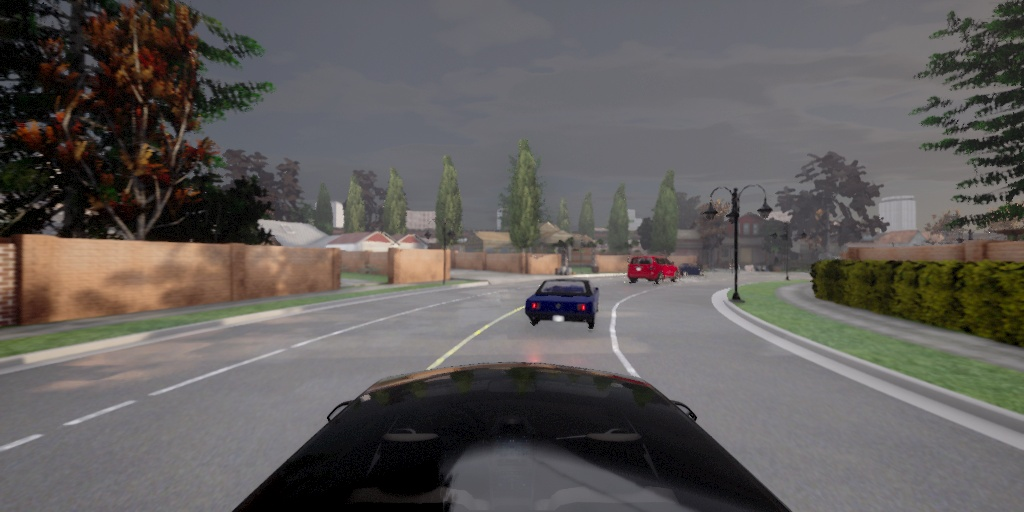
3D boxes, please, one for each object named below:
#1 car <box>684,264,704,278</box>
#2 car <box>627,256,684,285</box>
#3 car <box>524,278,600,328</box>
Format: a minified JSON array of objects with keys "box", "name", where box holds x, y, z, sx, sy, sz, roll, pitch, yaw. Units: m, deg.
[{"box":[17.650,1.458,36.748,4.181,1.385,1.994,1,-1,-28],"name":"car"},{"box":[10.710,1.031,27.041,2.150,2.045,5.566,-1,-1,43],"name":"car"},{"box":[1.828,1.369,11.603,1.895,1.301,4.718,0,0,16],"name":"car"}]
